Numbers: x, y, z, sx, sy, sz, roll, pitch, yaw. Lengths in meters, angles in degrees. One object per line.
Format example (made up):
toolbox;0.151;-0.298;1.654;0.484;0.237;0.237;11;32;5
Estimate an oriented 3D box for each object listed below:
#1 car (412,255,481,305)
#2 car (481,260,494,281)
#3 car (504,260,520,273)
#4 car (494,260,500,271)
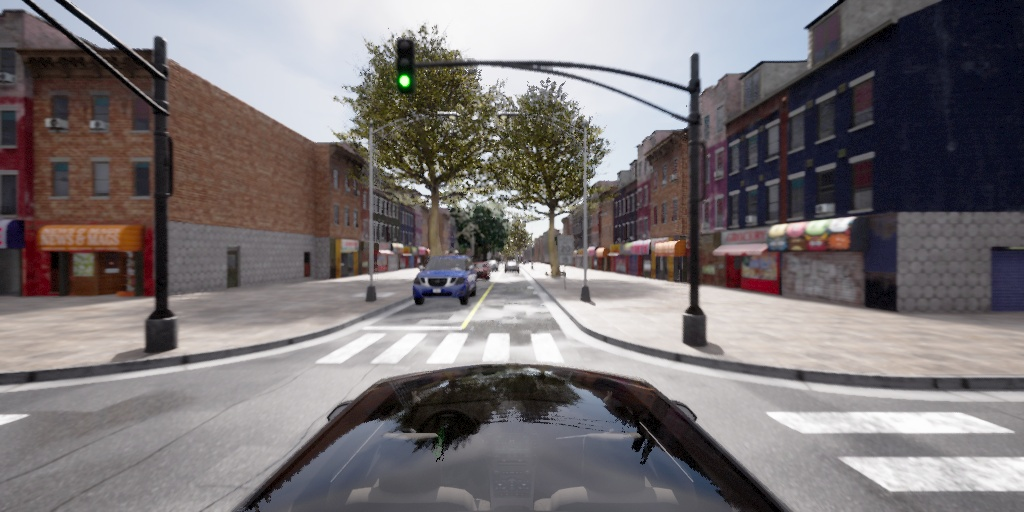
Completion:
car;-2.861;0.982;16.442;2.150;2.045;5.566;0;0;0
car;-2.853;1.268;30.796;1.882;1.535;5.008;0;0;0
car;-0.015;1.407;45.523;1.994;1.385;4.181;0;0;0
car;-2.768;1.362;50.011;2.128;1.511;4.902;0;0;0
